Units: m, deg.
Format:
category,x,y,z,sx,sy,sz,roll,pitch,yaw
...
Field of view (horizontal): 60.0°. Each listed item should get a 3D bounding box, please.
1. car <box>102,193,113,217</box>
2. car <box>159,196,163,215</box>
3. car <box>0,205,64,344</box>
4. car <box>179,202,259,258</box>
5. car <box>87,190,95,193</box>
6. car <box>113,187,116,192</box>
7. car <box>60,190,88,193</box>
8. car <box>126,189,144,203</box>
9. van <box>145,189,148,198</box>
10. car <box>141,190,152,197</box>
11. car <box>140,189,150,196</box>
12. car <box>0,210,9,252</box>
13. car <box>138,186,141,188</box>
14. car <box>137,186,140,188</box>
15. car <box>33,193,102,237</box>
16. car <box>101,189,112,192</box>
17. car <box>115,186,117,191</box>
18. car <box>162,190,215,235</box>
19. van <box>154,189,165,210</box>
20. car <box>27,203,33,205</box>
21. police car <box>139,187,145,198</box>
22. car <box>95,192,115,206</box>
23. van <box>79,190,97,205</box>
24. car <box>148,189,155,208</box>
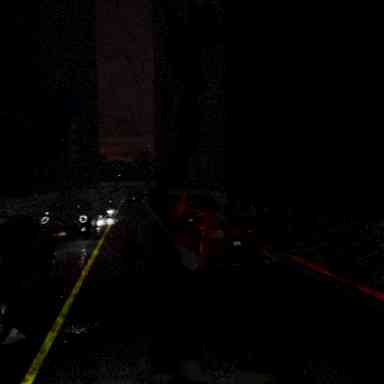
category,x,y,z,sx,sy,sz,roll,pitch,yaw
car,-7.647,1.091,26.109,2.128,1.511,4.902,-1,1,-10
car,-0.914,1.152,21.869,1.802,1.307,4.206,-2,1,-10
car,-4.034,1.344,6.136,2.097,1.767,4.553,-1,1,-9
car,0.909,1.312,11.859,1.887,1.381,4.507,-2,1,-10
car,-12.771,0.832,39.164,1.967,1.590,4.097,-2,1,-10
car,-21.264,-0.007,85.489,2.008,1.369,4.403,-2,2,-10
car,-11.012,0.898,29.551,2.192,1.841,5.009,-2,1,-10
car,-7.794,0.736,44.564,1.994,1.385,4.181,-1,1,-10
van,-4.570,0.515,41.879,1.690,1.788,3.998,-2,2,-10
car,-9.157,0.241,66.730,1.947,1.339,4.313,-2,2,-10
car,-10.096,0.135,71.847,1.947,1.339,4.313,-2,2,-10
car,-7.449,1.489,10.168,1.752,1.417,4.829,-2,1,-10
car,-11.035,0.014,76.962,2.008,1.369,4.403,-2,2,-10
car,-12.943,-0.233,87.361,1.752,1.417,4.829,-2,2,-10
car,-5.842,1.146,16.204,2.097,1.767,4.553,-1,1,-10
car,-18.355,0.322,69.624,1.887,1.381,4.507,-2,2,-10
car,-22.235,-0.107,90.779,1.947,1.339,4.313,-2,2,-10
car,-0.011,0.984,16.858,2.192,1.841,5.009,-2,1,-10
van,-1.834,0.813,26.867,1.690,1.788,3.998,-2,1,-10
car,-9.242,1.323,19.946,2.008,1.369,4.403,-2,1,-10
police car,-7.487,0.335,55.463,1.930,1.638,5.238,-1,1,-10
car,-9.391,1.007,35.833,1.895,1.301,4.718,-1,1,-10
van,-13.656,0.637,43.967,1.690,1.788,3.998,-2,1,-10
car,-2.746,0.688,31.870,2.192,1.841,5.009,-2,2,-10
